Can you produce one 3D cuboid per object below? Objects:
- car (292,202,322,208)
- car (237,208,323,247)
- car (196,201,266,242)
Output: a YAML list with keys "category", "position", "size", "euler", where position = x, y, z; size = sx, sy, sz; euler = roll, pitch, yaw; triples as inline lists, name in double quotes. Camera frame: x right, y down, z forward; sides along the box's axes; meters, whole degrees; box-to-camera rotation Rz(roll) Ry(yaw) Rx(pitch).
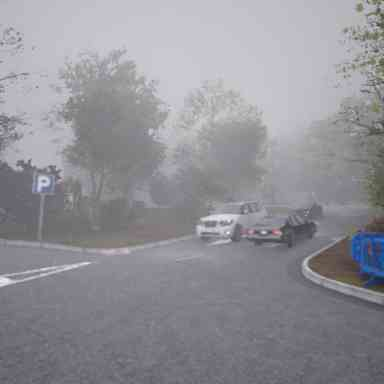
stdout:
- category: "car"
  position: [10.261, 1.642, 29.729]
  size: [1.837, 1.490, 4.892]
  euler: [-3, -1, 36]
- category: "car"
  position: [4.509, 1.760, 16.312]
  size: [2.033, 1.411, 5.357]
  euler: [-3, -1, 35]
- category: "car"
  position: [2.463, 1.571, 18.998]
  size: [2.150, 2.045, 5.566]
  euler: [-3, -1, 35]
